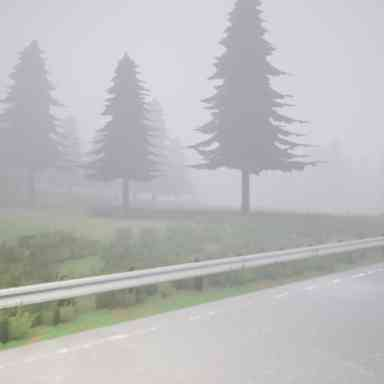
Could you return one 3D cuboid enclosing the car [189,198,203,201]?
[{"bbox_3d":[0.810,1.886,63.056,1.882,1.535,5.008,1,0,-34],"label":"car"}]
